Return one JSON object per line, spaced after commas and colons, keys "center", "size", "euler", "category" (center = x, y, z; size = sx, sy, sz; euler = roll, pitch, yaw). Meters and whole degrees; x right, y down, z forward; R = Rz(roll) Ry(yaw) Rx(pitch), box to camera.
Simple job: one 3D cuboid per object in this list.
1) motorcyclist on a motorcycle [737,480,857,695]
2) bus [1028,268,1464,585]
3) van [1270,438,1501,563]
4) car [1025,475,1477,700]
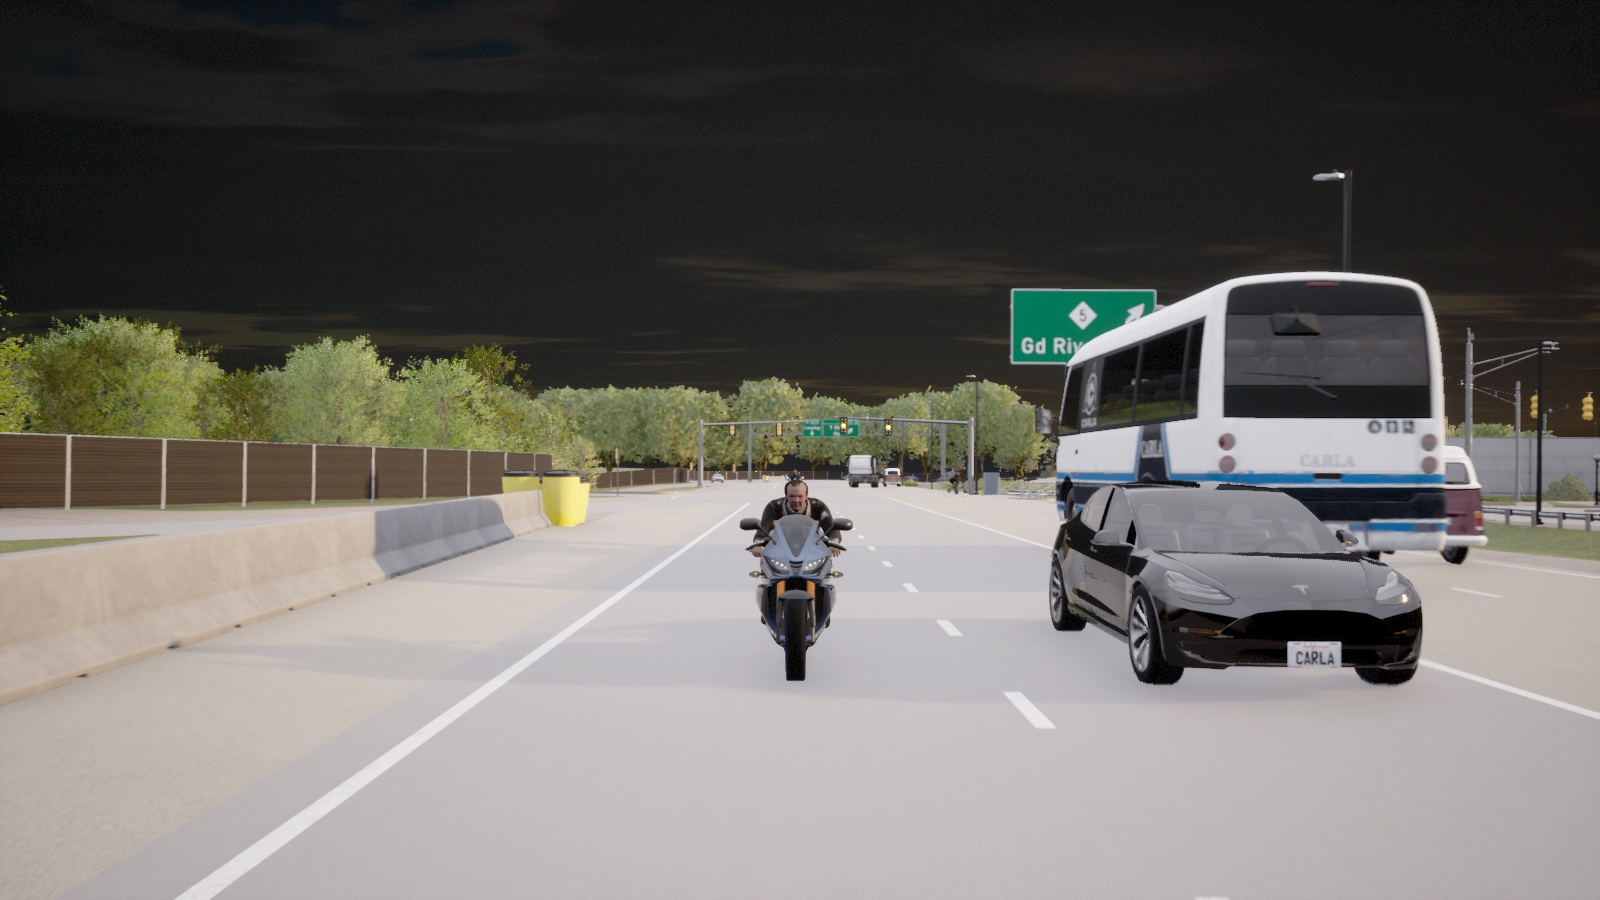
{"center": [-0.024, 1.016, 10.172], "size": [0.866, 1.530, 2.191], "euler": [0, -1, 0], "category": "motorcyclist on a motorcycle"}
{"center": [6.942, -0.234, 22.066], "size": [3.944, 4.253, 10.273], "euler": [0, -1, 0], "category": "bus"}
{"center": [10.445, 0.862, 22.841], "size": [2.069, 2.038, 4.480], "euler": [0, -1, 0], "category": "van"}
{"center": [3.475, 0.978, 10.878], "size": [2.163, 1.488, 4.792], "euler": [0, -1, 0], "category": "car"}
